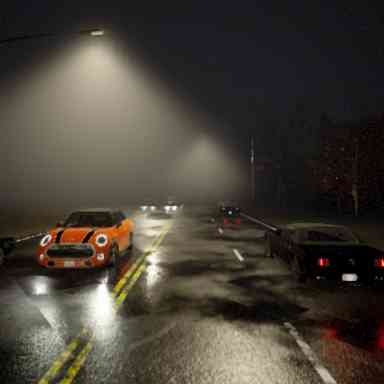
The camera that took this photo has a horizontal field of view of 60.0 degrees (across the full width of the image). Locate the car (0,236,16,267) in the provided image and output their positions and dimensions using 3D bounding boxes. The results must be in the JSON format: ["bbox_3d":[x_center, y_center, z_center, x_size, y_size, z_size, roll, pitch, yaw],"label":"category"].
[{"bbox_3d":[-6.595,1.622,8.442,1.895,1.301,4.718,0,0,0],"label":"car"}]

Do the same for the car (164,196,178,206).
[{"bbox_3d":[-3.256,1.416,52.158,2.128,1.511,4.902,0,0,0],"label":"car"}]

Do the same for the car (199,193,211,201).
[{"bbox_3d":[3.356,1.150,78.624,2.097,1.767,4.553,0,0,0],"label":"car"}]

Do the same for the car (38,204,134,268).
[{"bbox_3d":[-3.340,1.358,11.288,2.097,1.767,4.553,0,0,0],"label":"car"}]

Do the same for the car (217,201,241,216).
[{"bbox_3d":[3.400,1.544,31.850,1.895,1.301,4.718,-1,0,0],"label":"car"}]

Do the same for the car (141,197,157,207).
[{"bbox_3d":[-6.507,1.505,50.969,1.994,1.385,4.181,0,0,0],"label":"car"}]

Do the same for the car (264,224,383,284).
[{"bbox_3d":[3.388,1.542,9.357,1.895,1.301,4.718,1,0,0],"label":"car"}]
